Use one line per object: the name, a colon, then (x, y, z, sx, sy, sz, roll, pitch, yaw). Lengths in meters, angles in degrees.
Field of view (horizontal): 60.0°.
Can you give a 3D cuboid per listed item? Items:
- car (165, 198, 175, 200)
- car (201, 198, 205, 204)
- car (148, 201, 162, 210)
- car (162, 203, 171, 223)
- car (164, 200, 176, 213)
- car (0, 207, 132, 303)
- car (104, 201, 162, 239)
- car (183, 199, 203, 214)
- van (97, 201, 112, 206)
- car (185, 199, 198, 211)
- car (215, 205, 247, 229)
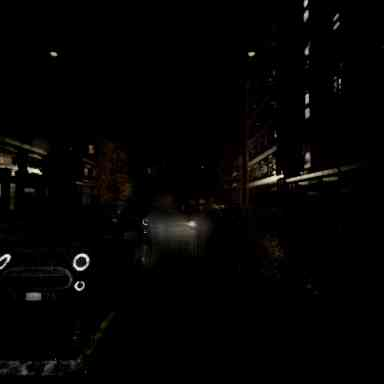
car: (-5.752, 2.187, 80.506, 1.967, 1.590, 4.097, 1, -1, 0)
car: (2.621, 2.327, 86.431, 1.752, 1.417, 4.829, 1, -1, 0)
car: (-5.727, 2.063, 52.073, 1.802, 1.307, 4.206, 1, -1, 0)
car: (-3.106, 1.865, 28.611, 1.895, 1.301, 4.718, 0, -1, 0)
car: (-3.062, 1.990, 42.159, 1.895, 1.301, 4.718, 0, -1, 0)
car: (-3.069, 1.433, 8.621, 2.097, 1.767, 4.553, 0, -1, -1)
car: (-3.105, 1.523, 18.519, 2.097, 1.767, 4.553, 0, -1, 0)
car: (-0.038, 1.846, 39.948, 1.882, 1.535, 5.008, 0, -1, 0)
van: (-5.695, 1.560, 23.643, 1.690, 1.788, 3.998, 1, -1, 0)
car: (-0.045, 1.947, 50.834, 1.882, 1.535, 5.008, 0, 0, 0)
car: (2.683, 1.659, 23.711, 1.967, 1.590, 4.097, 1, -1, 0)
